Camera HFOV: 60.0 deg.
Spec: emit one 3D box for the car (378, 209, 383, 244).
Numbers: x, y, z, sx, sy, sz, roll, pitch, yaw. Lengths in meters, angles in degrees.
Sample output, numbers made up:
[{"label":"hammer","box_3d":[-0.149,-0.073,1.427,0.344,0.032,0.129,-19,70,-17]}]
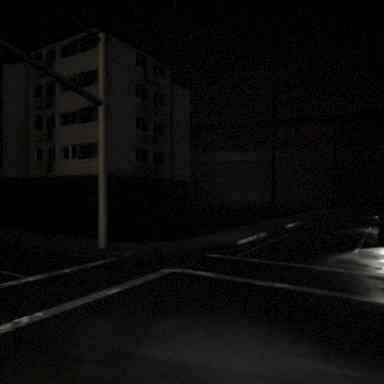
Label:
[{"label":"car","box_3d":[9.552,1.570,14.960,1.994,1.385,4.181,0,0,31]}]
